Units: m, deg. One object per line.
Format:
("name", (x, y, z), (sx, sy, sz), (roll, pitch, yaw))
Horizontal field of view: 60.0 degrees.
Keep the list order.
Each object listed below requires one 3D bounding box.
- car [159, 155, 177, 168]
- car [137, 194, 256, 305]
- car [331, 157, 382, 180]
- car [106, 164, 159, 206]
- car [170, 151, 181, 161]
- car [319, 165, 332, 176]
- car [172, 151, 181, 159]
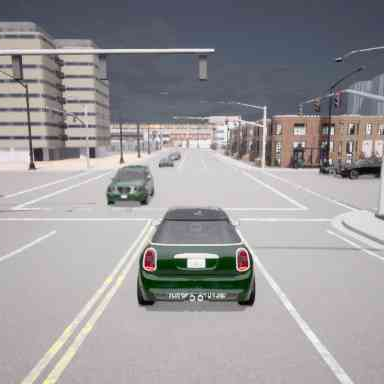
("car", (-3.541, -4.110, 46.558), (1.994, 1.385, 4.181), (0, 8, 0))
("car", (0.084, 1.072, 7.698), (2.097, 1.767, 4.553), (0, 4, 0))
("car", (17.062, -2.326, 32.295), (5.566, 2.045, 2.150), (0, 9, 1))
("car", (-3.576, -0.513, 20.201), (2.150, 2.045, 5.566), (0, 9, 0))
("car", (-3.477, -6.652, 63.068), (2.128, 1.511, 4.902), (0, 8, 1))
("car", (15.979, -2.506, 35.816), (4.181, 1.385, 1.994), (0, 9, 0))
("car", (-3.410, -8.399, 74.648), (1.882, 1.535, 5.008), (0, 9, 0))
